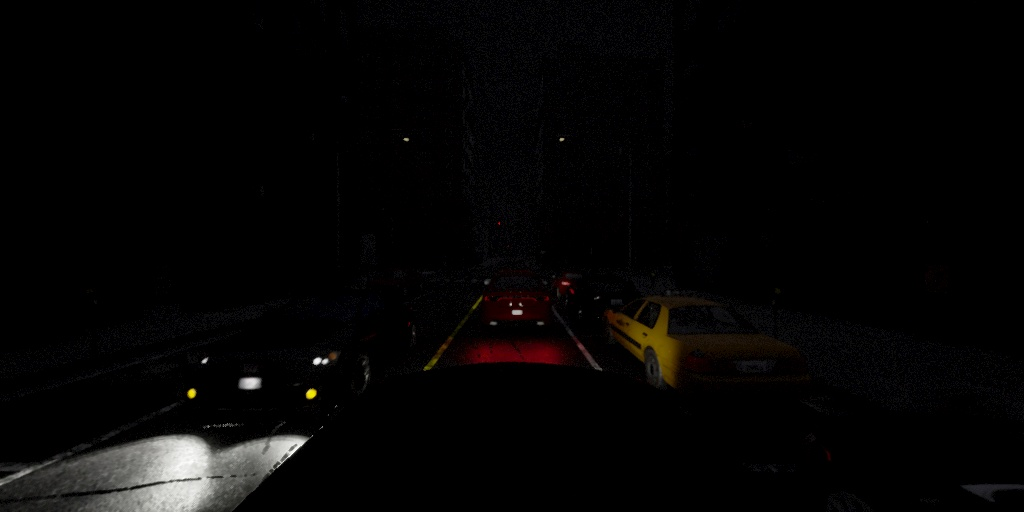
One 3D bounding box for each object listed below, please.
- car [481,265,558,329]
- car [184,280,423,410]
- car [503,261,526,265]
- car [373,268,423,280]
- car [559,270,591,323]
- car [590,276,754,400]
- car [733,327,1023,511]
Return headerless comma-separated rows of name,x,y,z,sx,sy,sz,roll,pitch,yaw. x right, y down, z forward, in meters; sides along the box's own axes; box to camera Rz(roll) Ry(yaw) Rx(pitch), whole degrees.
car,0.125,1.218,11.231,1.882,1.535,5.008,0,0,0
car,-3.065,1.309,6.209,1.994,1.385,4.181,0,0,0
car,0.161,1.080,22.480,2.097,1.767,4.553,0,0,0
car,-5.623,1.279,17.578,1.888,1.381,4.507,0,0,0
car,2.904,1.305,11.967,1.948,1.339,4.313,0,0,0
car,2.886,1.270,6.551,1.751,1.417,4.829,0,0,0
car,2.867,1.301,0.795,2.007,1.370,4.403,0,0,0
